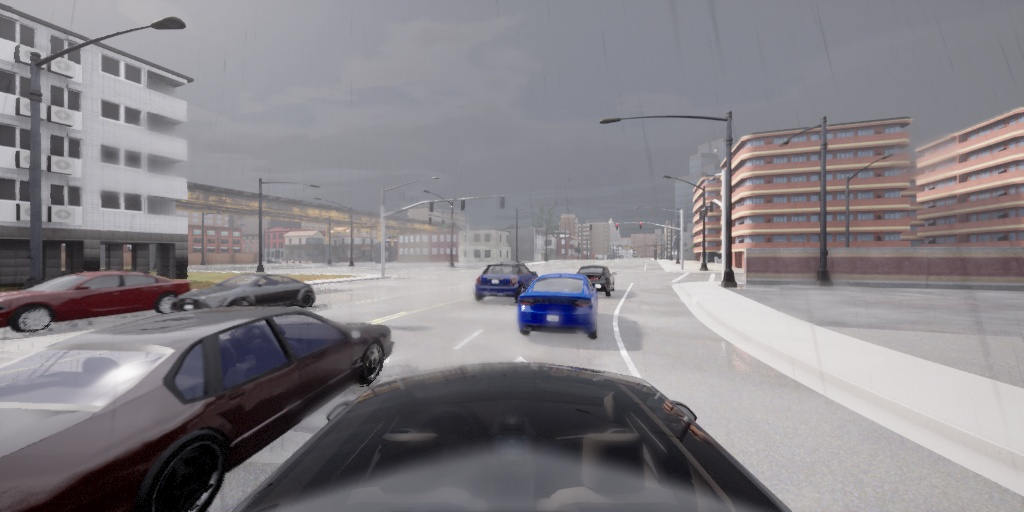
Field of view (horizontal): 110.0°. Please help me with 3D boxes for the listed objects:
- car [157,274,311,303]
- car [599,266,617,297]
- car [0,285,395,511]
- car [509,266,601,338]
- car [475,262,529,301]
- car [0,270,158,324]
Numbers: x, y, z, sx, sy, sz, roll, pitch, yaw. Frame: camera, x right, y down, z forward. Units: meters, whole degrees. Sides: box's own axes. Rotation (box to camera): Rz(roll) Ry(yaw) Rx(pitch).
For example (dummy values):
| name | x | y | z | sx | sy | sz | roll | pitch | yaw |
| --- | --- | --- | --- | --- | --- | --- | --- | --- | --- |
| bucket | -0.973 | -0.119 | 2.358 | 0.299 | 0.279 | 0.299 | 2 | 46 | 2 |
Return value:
| name | x | y | z | sx | sy | sz | roll | pitch | yaw |
| --- | --- | --- | --- | --- | --- | --- | --- | --- | --- |
| car | -9.006 | 1.314 | 12.461 | 1.994 | 1.385 | 4.181 | 0 | 0 | 14 |
| car | 4.447 | 1.255 | 19.236 | 1.837 | 1.490 | 4.892 | 0 | 0 | 19 |
| car | -3.158 | 1.297 | 4.007 | 2.033 | 1.411 | 5.357 | 0 | 0 | 4 |
| car | 1.501 | 1.228 | 10.319 | 1.882 | 1.535 | 5.008 | 0 | 0 | 14 |
| car | -0.011 | 1.101 | 17.026 | 2.097 | 1.767 | 4.553 | 0 | 0 | 19 |
| car | -12.907 | 1.227 | 11.028 | 1.882 | 1.535 | 5.008 | 0 | 0 | 12 |
